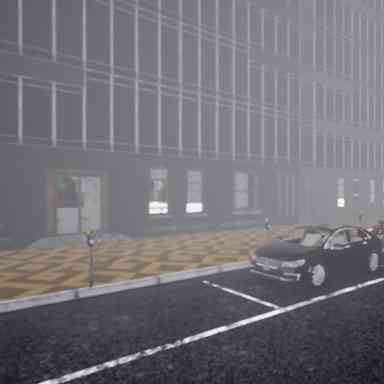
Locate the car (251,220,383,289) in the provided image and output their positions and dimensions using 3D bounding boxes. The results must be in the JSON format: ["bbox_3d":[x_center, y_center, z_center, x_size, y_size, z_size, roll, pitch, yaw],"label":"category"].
[{"bbox_3d":[3.519,1.557,9.071,4.403,1.369,2.008,0,0,-36],"label":"car"}]
